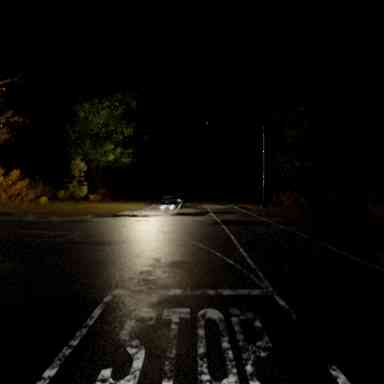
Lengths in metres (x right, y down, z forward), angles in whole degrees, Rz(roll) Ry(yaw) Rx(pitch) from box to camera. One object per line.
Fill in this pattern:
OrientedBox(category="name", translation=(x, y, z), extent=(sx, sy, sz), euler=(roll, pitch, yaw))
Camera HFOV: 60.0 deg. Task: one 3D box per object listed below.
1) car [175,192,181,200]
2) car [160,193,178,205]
OrientedBox(category="car", translation=(-3.493, 0.848, 73.280), extent=(1.882, 1.535, 5.008), euler=(0, 0, 3))
OrientedBox(category="car", translation=(-3.415, 1.155, 47.001), extent=(1.994, 1.385, 4.181), euler=(0, 0, 0))
